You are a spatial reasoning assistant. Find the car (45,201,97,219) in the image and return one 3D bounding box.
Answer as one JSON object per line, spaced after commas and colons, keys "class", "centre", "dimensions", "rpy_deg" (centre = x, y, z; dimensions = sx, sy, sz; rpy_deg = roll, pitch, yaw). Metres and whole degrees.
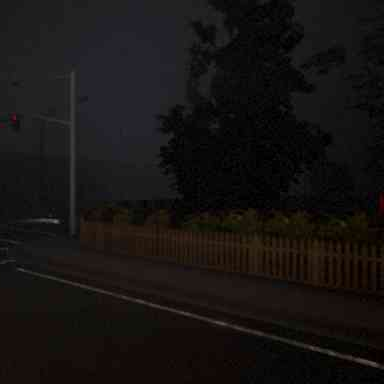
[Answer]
{"class": "car", "centre": [-9.806, 1.476, 28.817], "dimensions": [2.033, 1.411, 5.357], "rpy_deg": [0, 0, 35]}
